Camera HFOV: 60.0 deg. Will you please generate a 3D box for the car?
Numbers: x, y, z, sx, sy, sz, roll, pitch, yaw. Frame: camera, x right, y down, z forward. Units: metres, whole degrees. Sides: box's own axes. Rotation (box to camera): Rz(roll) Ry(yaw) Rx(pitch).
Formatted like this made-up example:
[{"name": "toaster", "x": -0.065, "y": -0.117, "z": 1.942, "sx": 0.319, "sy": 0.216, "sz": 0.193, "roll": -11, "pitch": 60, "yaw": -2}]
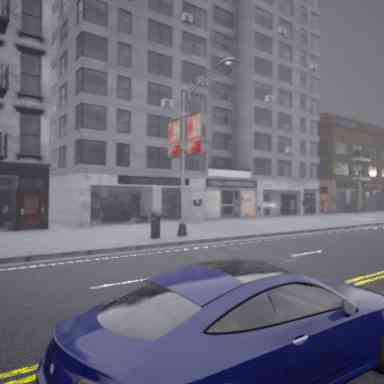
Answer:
[{"name": "car", "x": 0.727, "y": 1.549, "z": 3.957, "sx": 4.674, "sy": 1.442, "sz": 1.812, "roll": 1, "pitch": 0, "yaw": -35}]
